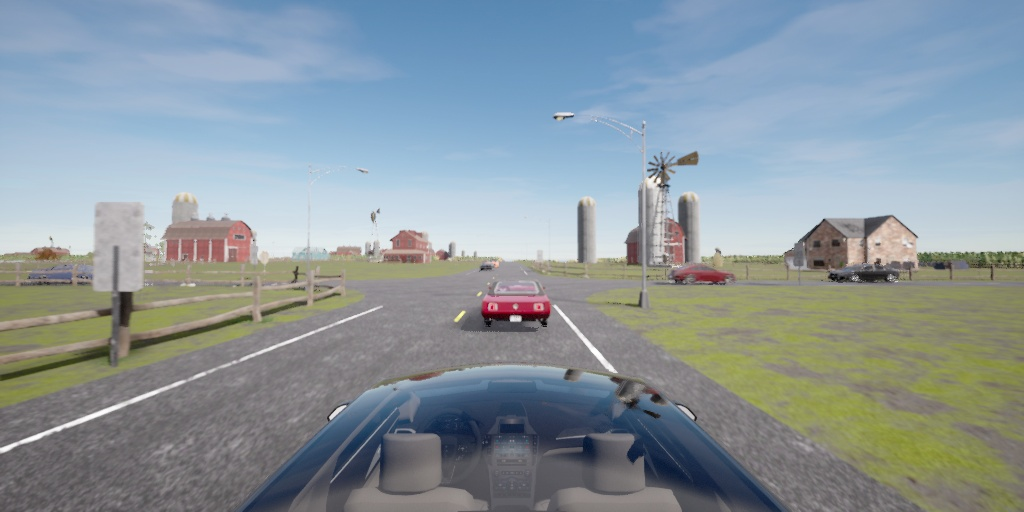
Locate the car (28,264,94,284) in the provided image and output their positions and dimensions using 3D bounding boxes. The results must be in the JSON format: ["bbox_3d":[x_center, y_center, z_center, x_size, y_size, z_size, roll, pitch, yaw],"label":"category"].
[{"bbox_3d":[-31.849,1.311,26.292,5.357,1.411,2.033,0,-1,0],"label":"car"}]

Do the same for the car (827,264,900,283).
[{"bbox_3d":[28.817,1.422,29.480,4.892,1.490,1.837,0,-1,0],"label":"car"}]

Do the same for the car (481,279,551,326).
[{"bbox_3d":[0.168,1.380,11.691,1.895,1.301,4.718,0,0,2],"label":"car"}]

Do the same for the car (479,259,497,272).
[{"bbox_3d":[-3.588,1.529,51.510,1.895,1.301,4.718,0,0,0],"label":"car"}]

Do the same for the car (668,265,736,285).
[{"bbox_3d":[13.988,1.365,26.502,4.674,1.442,1.812,0,-1,-2],"label":"car"}]
